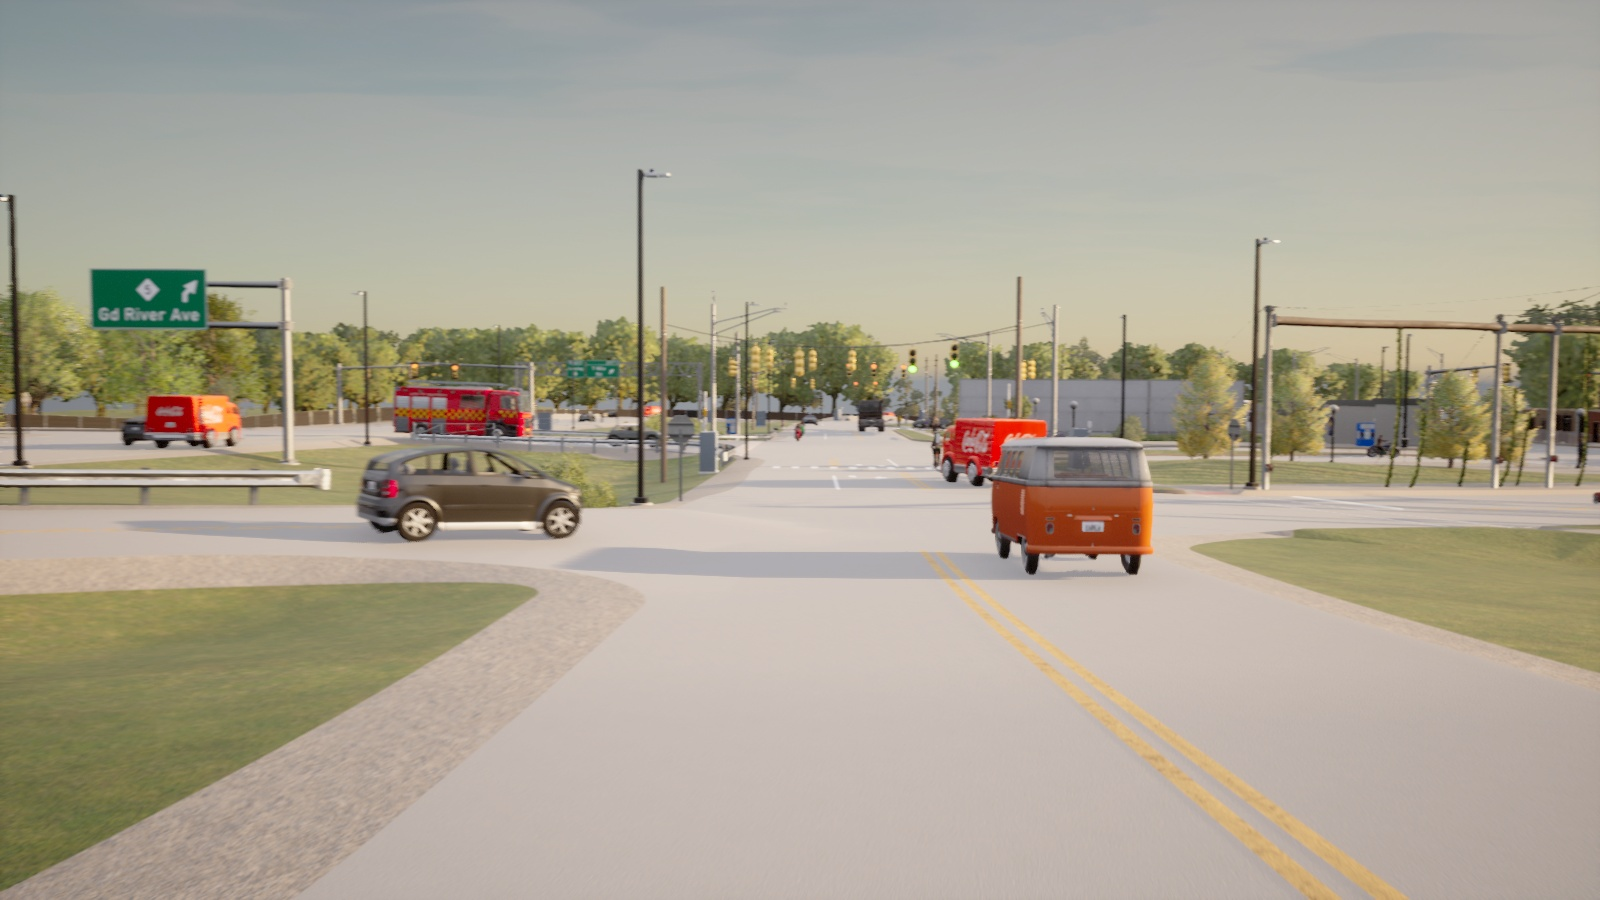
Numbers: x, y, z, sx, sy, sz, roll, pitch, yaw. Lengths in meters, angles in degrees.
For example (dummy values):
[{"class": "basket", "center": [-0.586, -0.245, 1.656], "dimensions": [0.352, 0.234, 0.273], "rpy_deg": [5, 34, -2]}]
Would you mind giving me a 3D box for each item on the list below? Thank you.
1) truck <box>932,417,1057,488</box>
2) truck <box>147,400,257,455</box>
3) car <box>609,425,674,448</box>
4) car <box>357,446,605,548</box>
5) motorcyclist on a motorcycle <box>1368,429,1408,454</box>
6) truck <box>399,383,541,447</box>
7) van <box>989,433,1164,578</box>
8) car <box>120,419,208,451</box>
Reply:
[{"class": "truck", "center": [7.196, 0.001, 47.099], "dimensions": [2.627, 2.467, 5.204], "rpy_deg": [-1, 2, -17]}, {"class": "truck", "center": [-28.317, -1.107, 59.681], "dimensions": [2.627, 2.467, 5.204], "rpy_deg": [0, 2, 1]}, {"class": "car", "center": [-10.293, -0.889, 81.616], "dimensions": [3.806, 1.475, 1.970], "rpy_deg": [0, 2, 6]}, {"class": "car", "center": [-5.461, 0.769, 21.636], "dimensions": [3.705, 1.549, 1.789], "rpy_deg": [1, 2, -35]}, {"class": "motorcyclist on a motorcycle", "center": [40.432, -0.565, 86.386], "dimensions": [2.350, 1.649, 0.766], "rpy_deg": [0, 3, -3]}, {"class": "truck", "center": [-21.463, -2.312, 81.942], "dimensions": [8.468, 3.827, 2.891], "rpy_deg": [2, 2, 1]}, {"class": "van", "center": [4.116, 0.758, 19.426], "dimensions": [1.775, 1.987, 4.442], "rpy_deg": [0, 0, 1]}, {"class": "car", "center": [-31.748, -0.773, 62.830], "dimensions": [2.007, 1.525, 4.514], "rpy_deg": [0, 2, 1]}]
